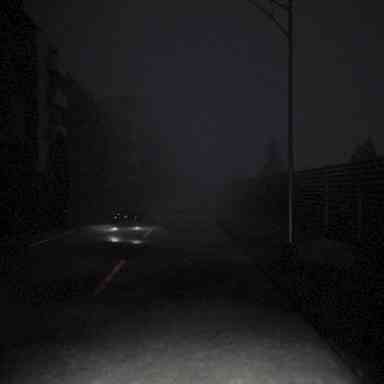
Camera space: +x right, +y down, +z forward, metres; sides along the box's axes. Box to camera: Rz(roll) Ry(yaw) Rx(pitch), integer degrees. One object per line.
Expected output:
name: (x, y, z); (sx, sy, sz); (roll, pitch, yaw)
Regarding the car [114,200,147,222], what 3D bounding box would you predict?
car: (-4.405, 1.362, 24.265); (1.837, 1.490, 4.892); (0, 0, -1)
